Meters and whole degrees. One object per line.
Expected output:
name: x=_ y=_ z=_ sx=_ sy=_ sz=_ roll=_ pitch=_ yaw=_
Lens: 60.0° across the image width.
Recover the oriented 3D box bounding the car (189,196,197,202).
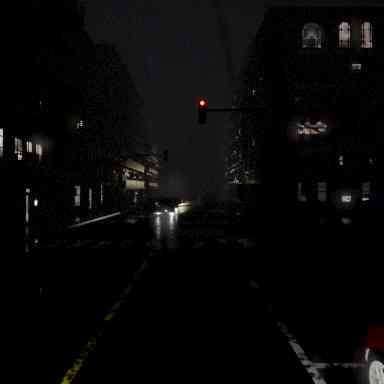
car: x=0.174 y=1.563 z=79.318 sx=1.812 sy=1.442 sz=4.674 roll=0 pitch=0 yaw=0

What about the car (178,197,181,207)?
car: x=-2.969 y=1.539 z=49.618 sx=1.812 sy=1.442 sz=4.674 roll=0 pitch=0 yaw=0

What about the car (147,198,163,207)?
car: x=-5.586 y=1.580 z=50.827 sx=1.947 sy=1.339 sz=4.313 roll=0 pitch=0 yaw=0

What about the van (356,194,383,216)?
van: x=15.701 y=1.035 z=27.347 sx=3.998 sy=1.788 sz=1.690 roll=-1 pitch=1 yaw=-1

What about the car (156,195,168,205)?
car: x=-5.564 y=1.462 z=61.883 sx=1.967 sy=1.590 sz=4.097 roll=-1 pitch=0 yaw=0

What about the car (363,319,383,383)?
car: x=2.687 y=1.544 z=1.804 sx=1.887 sy=1.381 sz=4.507 roll=0 pitch=0 yaw=0

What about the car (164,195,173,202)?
car: x=-5.527 y=1.563 z=78.296 sx=1.752 sy=1.417 sz=4.829 roll=-1 pitch=0 yaw=0

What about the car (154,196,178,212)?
car: x=-3.009 y=1.532 z=39.304 sx=1.812 sy=1.442 sz=4.674 roll=0 pitch=0 yaw=0

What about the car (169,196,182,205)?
car: x=-2.931 y=1.569 z=61.431 sx=2.033 sy=1.411 sz=5.357 roll=0 pitch=0 yaw=1

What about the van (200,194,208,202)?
van: x=2.852 y=1.379 z=78.443 sx=1.690 sy=1.788 sz=3.998 roll=-1 pitch=0 yaw=0

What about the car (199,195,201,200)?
car: x=2.830 y=1.577 z=67.387 sx=2.008 sy=1.369 sz=4.403 roll=-1 pitch=0 yaw=0

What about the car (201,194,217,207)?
car: x=2.793 y=1.454 z=50.804 sx=1.967 sy=1.590 sz=4.097 roll=-1 pitch=0 yaw=0

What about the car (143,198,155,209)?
car: x=-5.598 y=1.560 z=45.299 sx=2.008 sy=1.369 sz=4.403 roll=0 pitch=0 yaw=0

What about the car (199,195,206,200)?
car: x=2.890 y=1.602 z=95.027 sx=1.887 sy=1.381 sz=4.507 roll=-1 pitch=0 yaw=0

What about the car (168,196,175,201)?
car: x=-5.501 y=1.632 z=89.522 sx=1.802 sy=1.307 sz=4.206 roll=-1 pitch=0 yaw=0

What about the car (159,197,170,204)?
car: x=-5.551 y=1.609 z=67.411 sx=1.802 sy=1.307 sz=4.206 roll=-1 pitch=0 yaw=0
